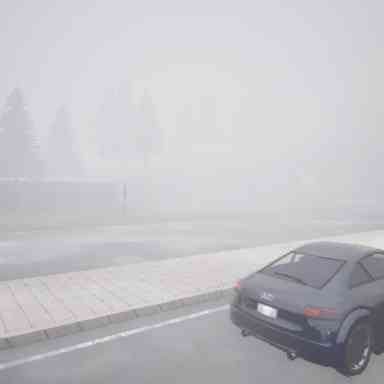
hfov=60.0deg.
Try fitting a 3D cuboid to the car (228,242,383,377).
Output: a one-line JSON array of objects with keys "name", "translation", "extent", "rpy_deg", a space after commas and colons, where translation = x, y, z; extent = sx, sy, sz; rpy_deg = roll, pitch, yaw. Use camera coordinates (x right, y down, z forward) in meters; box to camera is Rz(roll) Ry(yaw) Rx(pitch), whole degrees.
[{"name": "car", "translation": [2.634, 1.563, 5.625], "extent": [4.181, 1.385, 1.994], "rpy_deg": [0, 0, -36]}]
